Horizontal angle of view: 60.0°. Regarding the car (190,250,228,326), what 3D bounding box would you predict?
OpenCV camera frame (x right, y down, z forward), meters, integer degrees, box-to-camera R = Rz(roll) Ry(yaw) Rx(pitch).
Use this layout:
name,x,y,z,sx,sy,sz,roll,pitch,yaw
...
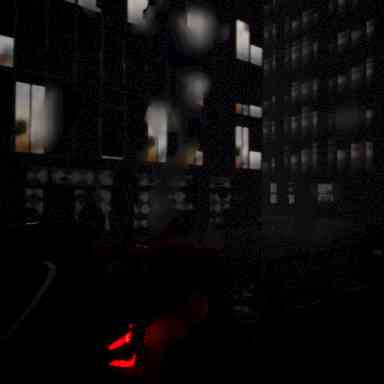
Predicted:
name,x,y,z,sx,sy,sz,roll,pitch,yaw
car,-1.439,1.553,5.534,4.507,1.381,1.887,0,0,-35

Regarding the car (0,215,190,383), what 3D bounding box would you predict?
name,x,y,z,sx,sy,sz,roll,pitch,yaw
car,-2.872,1.212,1.345,5.566,2.045,2.150,0,0,-39

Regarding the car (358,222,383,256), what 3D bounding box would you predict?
name,x,y,z,sx,sy,sz,roll,pitch,yaw
car,7.840,1.620,12.116,4.313,1.339,1.947,0,0,-35
